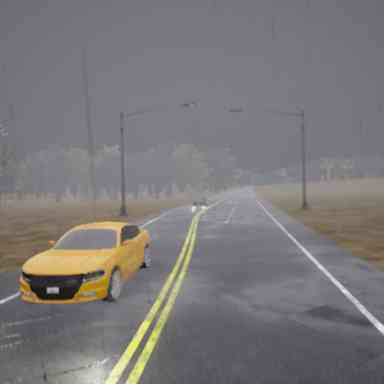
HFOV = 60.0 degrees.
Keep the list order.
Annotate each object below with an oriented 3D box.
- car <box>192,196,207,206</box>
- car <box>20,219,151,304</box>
[{"bbox_3d":[1.170,1.315,49.623,1.837,1.490,4.892,-1,1,9],"label":"car"},{"bbox_3d":[-2.382,1.540,8.631,1.882,1.535,5.008,-1,0,5],"label":"car"}]
